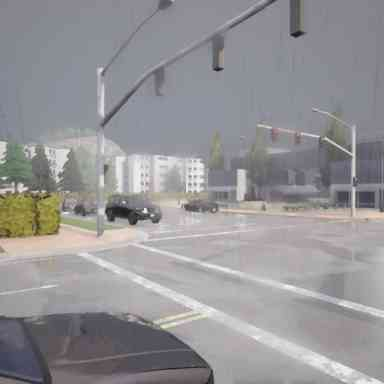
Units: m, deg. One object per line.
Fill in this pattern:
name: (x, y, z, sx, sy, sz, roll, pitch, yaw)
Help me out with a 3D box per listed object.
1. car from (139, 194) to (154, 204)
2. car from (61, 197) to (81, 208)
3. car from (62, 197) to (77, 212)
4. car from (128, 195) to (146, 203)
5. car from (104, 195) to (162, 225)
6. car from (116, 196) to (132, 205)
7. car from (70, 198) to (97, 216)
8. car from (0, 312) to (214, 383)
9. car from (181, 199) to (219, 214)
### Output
car: (-8.526, 1.351, 62.295, 2.097, 1.767, 4.553, 0, 0, 1)
car: (-17.858, 1.491, 49.302, 2.128, 1.511, 4.902, 0, 0, -13)
car: (-14.441, 1.526, 39.688, 1.812, 1.442, 4.674, 0, 0, -24)
car: (-11.341, 1.477, 68.902, 1.882, 1.535, 5.008, 0, 0, 14)
car: (-4.427, 1.221, 24.513, 2.150, 2.045, 5.566, 0, 0, -40)
car: (-12.025, 1.491, 58.870, 2.128, 1.511, 4.902, 0, 0, -4)
car: (-9.967, 1.564, 32.116, 1.994, 1.385, 4.181, 0, 0, -34)
car: (-2.343, 1.547, 2.094, 5.357, 1.411, 2.033, 0, 0, -35)
car: (0.765, 1.505, 35.112, 1.837, 1.490, 4.892, 0, 0, -37)
